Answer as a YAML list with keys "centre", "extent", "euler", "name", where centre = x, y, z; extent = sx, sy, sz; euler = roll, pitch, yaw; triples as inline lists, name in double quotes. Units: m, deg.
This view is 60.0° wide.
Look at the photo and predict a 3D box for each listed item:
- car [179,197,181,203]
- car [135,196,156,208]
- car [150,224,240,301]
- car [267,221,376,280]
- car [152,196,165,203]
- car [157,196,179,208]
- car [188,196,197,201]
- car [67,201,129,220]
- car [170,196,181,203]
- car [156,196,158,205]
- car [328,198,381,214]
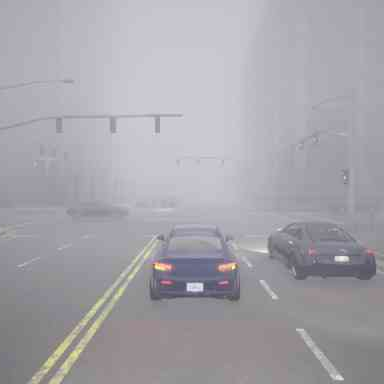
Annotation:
- centre: [-3.464, 1.478, 59.205]
  extent: [1.882, 1.535, 5.008]
  euler: [0, 0, 0]
  name: "car"
- centre: [-7.007, 1.547, 48.407]
  extent: [2.033, 1.411, 5.357]
  euler: [0, 0, 0]
  name: "car"
- centre: [0.075, 1.526, 8.213]
  extent: [1.812, 1.442, 4.674]
  euler: [0, 0, 1]
  name: "car"
- centre: [3.590, 1.564, 9.950]
  extent: [1.994, 1.385, 4.181]
  euler: [0, 0, 0]
  name: "car"
- centre: [-6.875, 1.547, 68.588]
  extent: [2.033, 1.411, 5.357]
  euler: [0, 0, 0]
  name: "car"
- centre: [-3.502, 1.492, 49.614]
  extent: [2.128, 1.511, 4.902]
  euler: [0, 0, 0]
  name: "car"
- centre: [0.152, 1.553, 80.571]
  extent: [1.994, 1.385, 4.181]
  euler: [0, 0, 0]
  name: "car"
- centre: [-7.619, 1.465, 27.025]
  extent: [4.902, 1.511, 2.128]
  euler: [0, 0, -1]
  name: "car"
- centre: [-3.370, 1.564, 69.208]
  extent: [1.994, 1.385, 4.181]
  euler: [0, 0, 0]
  name: "car"
- centre: [-6.972, 1.505, 58.140]
  extent: [1.837, 1.490, 4.892]
  euler: [0, 0, 0]
  name: "car"
- centre: [16.770, 1.422, 34.460]
  extent: [5.008, 1.535, 1.882]
  euler: [0, 0, 0]
  name: "car"
